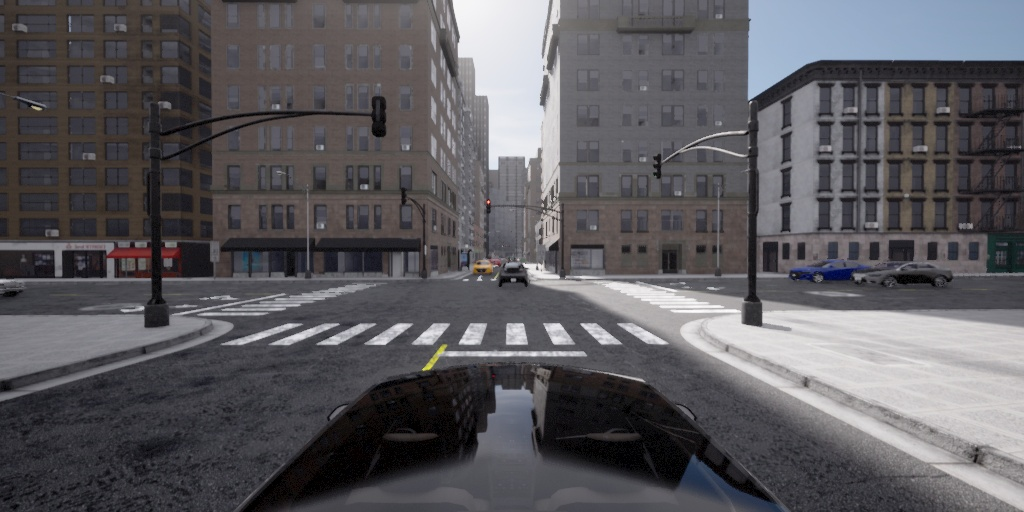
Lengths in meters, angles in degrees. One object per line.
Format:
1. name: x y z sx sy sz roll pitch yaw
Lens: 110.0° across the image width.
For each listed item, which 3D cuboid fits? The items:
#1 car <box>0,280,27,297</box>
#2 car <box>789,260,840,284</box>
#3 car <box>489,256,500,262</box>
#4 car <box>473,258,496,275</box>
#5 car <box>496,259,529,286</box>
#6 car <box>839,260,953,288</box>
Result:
1. car: -27.111 1.483 17.500 4.718 1.301 1.895 0 1 0
2. car: 21.733 1.025 24.456 5.008 1.535 1.882 0 1 0
3. car: -3.087 0.993 62.325 2.150 2.045 5.566 0 0 0
4. car: -3.120 1.227 38.781 1.882 1.535 5.008 0 0 0
5. car: 0.085 1.182 24.418 1.837 1.490 4.892 0 1 0
6. car: 22.919 1.066 21.212 4.902 1.511 2.128 0 1 0
